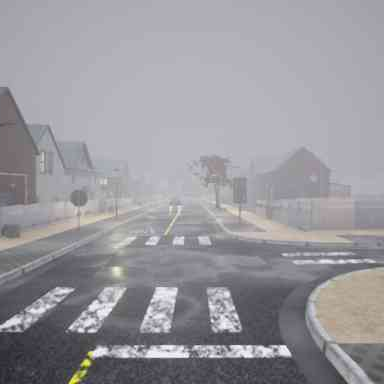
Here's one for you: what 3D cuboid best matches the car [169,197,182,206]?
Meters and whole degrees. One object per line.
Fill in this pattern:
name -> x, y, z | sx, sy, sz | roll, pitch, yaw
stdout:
car -> -2.842, 1.569, 57.555 | 1.837, 1.490, 4.892 | 0, 0, 0
